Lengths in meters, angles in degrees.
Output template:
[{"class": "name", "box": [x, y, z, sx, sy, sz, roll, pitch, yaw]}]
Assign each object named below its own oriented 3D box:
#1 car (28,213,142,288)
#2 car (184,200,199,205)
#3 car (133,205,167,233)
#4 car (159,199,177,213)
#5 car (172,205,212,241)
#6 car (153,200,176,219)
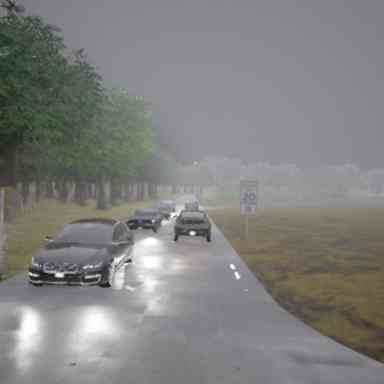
[{"class": "car", "box": [-2.848, 1.560, 9.584, 1.837, 1.490, 4.892, 2, -1, 0]}, {"class": "car", "box": [-0.032, 1.789, 45.467, 2.128, 1.511, 4.902, 2, 0, 0]}, {"class": "car", "box": [-2.883, 1.693, 20.682, 1.895, 1.301, 4.718, 2, 0, 0]}, {"class": "car", "box": [-2.925, 1.697, 40.904, 1.812, 1.442, 4.674, 2, 0, 1]}, {"class": "car", "box": [0.040, 1.699, 18.093, 1.837, 1.490, 4.892, 2, 0, 0]}, {"class": "car", "box": [-2.911, 1.679, 30.749, 2.033, 1.411, 5.357, 2, 0, 0]}]
